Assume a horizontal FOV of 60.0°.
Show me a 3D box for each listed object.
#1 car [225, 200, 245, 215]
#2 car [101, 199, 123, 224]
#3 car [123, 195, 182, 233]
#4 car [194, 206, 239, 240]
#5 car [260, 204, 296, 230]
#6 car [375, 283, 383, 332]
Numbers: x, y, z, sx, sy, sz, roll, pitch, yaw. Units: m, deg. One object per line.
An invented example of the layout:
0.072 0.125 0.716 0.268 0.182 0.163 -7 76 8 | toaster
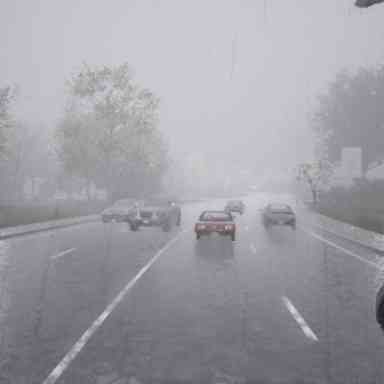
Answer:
4.505 1.559 34.851 2.033 1.411 5.357 0 0 13 | car
-4.867 1.329 24.420 2.097 1.767 4.553 0 0 10 | car
-2.029 1.211 20.133 2.150 2.045 5.566 0 0 8 | car
1.295 1.603 17.072 1.895 1.301 4.718 0 0 7 | car
5.443 1.509 21.269 2.128 1.511 4.902 0 0 9 | car
3.752 1.515 3.283 1.837 1.490 4.892 0 0 2 | car
